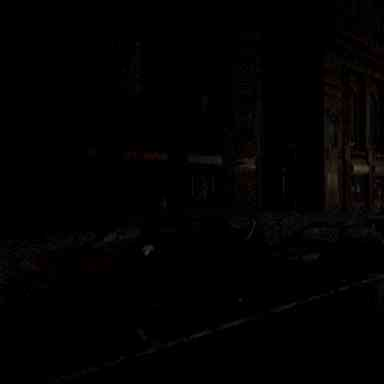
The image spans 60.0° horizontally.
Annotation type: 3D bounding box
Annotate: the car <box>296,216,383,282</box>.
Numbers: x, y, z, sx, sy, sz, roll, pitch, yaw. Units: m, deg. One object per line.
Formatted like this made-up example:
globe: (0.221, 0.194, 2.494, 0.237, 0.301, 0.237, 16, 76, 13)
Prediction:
car: (3.950, 1.515, 9.465, 4.206, 1.307, 1.802, -1, 1, -36)

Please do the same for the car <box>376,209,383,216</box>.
car: (8.510, 1.206, 12.716, 5.009, 1.841, 2.192, -1, 1, -36)

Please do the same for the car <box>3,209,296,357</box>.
car: (-0.610, 1.292, 6.210, 5.009, 1.841, 2.192, -1, 1, -36)
